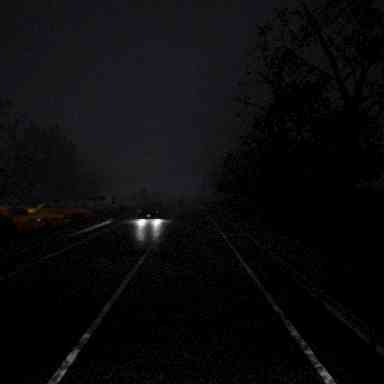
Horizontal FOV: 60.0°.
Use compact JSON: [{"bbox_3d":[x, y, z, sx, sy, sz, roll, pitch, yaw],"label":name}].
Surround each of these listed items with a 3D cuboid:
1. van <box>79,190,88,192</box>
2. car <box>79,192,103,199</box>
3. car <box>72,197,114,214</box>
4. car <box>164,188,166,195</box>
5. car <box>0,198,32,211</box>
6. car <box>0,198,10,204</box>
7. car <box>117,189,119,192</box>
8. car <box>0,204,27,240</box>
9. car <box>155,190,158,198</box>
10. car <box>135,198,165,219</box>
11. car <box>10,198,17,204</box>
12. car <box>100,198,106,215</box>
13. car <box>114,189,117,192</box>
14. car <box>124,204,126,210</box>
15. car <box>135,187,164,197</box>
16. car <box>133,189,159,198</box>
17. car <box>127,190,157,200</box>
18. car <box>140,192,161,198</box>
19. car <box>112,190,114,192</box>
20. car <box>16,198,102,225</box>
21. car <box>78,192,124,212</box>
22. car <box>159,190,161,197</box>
[{"bbox_3d":[-23.324,0.627,69.026,4.442,1.987,1.878,1,0,0],"label":"van"},{"bbox_3d":[-23.454,0.844,77.398,4.792,1.488,2.163,0,0,0],"label":"car"},{"bbox_3d":[-10.376,1.482,30.930,5.366,1.575,1.946,0,0,0],"label":"car"},{"bbox_3d":[-10.273,0.455,91.359,4.553,1.767,2.185,0,1,0],"label":"car"},{"bbox_3d":[-23.241,1.527,41.934,5.008,1.535,2.097,0,0,0],"label":"car"},{"bbox_3d":[-23.229,1.535,36.517,4.792,1.488,2.163,0,0,0],"label":"car"},{"bbox_3d":[-23.379,0.583,91.220,5.008,1.535,2.097,0,1,0],"label":"car"},{"bbox_3d":[-10.221,1.439,14.284,4.892,1.521,2.231,0,0,0],"label":"car"},{"bbox_3d":[-10.392,0.873,71.854,4.792,1.488,2.163,0,0,0],"label":"car"},{"bbox_3d":[-3.391,1.479,28.707,2.033,1.411,5.357,0,0,0],"label":"car"},{"bbox_3d":[-23.284,1.391,39.163,4.553,1.767,2.185,0,0,0],"label":"car"},{"bbox_3d":[-10.203,1.475,28.153,4.892,1.521,2.231,0,0,0],"label":"car"},{"bbox_3d":[-23.387,0.650,88.431,5.008,1.535,2.097,0,1,0],"label":"car"},{"bbox_3d":[-10.184,1.507,36.482,5.008,1.535,2.097,0,0,0],"label":"car"},{"bbox_3d":[-10.366,0.538,80.211,5.566,2.045,2.435,0,1,0],"label":"car"},{"bbox_3d":[-10.385,0.708,74.640,4.553,1.767,2.185,0,0,0],"label":"car"},{"bbox_3d":[-10.342,0.882,69.070,4.792,1.488,2.163,0,0,0],"label":"car"},{"bbox_3d":[-10.323,0.755,83.003,4.892,1.521,2.231,0,1,0],"label":"car"},{"bbox_3d":[-23.372,0.738,85.640,4.792,1.488,2.163,0,1,0],"label":"car"},{"bbox_3d":[-10.017,1.460,25.377,5.366,1.575,1.946,0,0,0],"label":"car"},{"bbox_3d":[-10.213,1.245,33.707,5.566,2.045,2.435,0,0,0],"label":"car"},{"bbox_3d":[-10.340,0.816,77.420,5.008,1.535,2.097,0,1,0],"label":"car"}]
